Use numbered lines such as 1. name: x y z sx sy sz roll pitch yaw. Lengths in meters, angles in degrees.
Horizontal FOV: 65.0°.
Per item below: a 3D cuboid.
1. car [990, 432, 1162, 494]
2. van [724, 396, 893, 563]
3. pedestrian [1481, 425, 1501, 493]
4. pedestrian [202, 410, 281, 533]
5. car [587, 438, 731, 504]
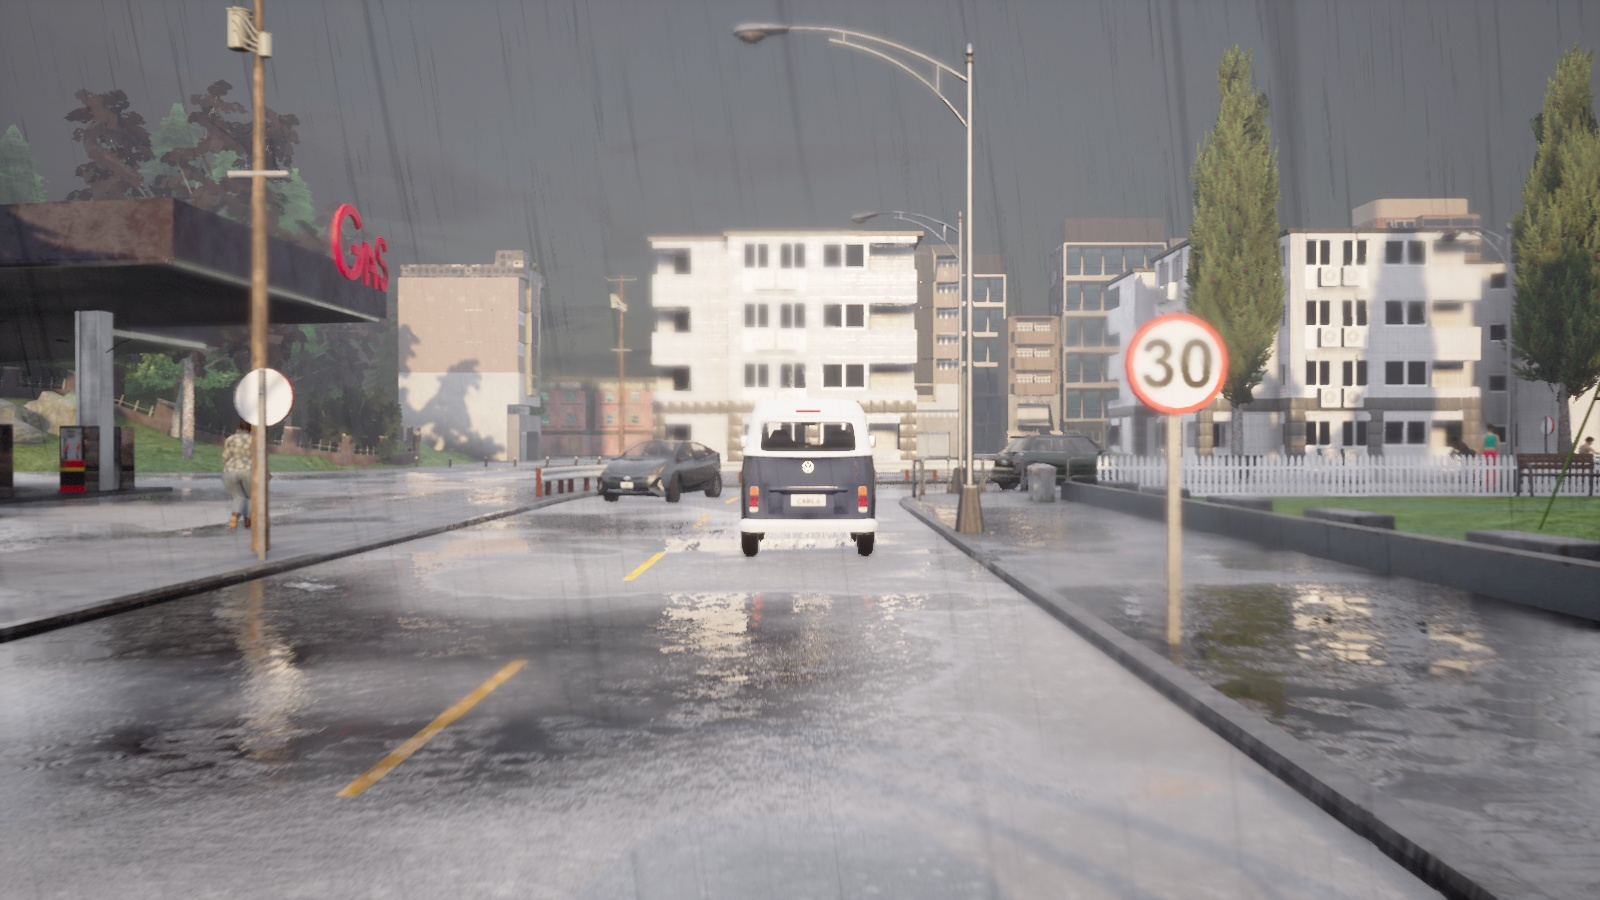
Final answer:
1. car: 8.180 0.355 37.342 4.553 1.767 2.097 0 0 -14
2. van: 0.114 0.349 17.588 2.069 2.038 4.480 0 0 0
3. pedestrian: 18.823 0.235 34.192 0.345 1.836 0.594 0 0 16
4. pedestrian: -8.625 0.315 19.438 0.874 1.855 0.900 0 0 -5
5. car: -3.440 0.474 31.587 2.007 1.525 4.514 0 0 17
